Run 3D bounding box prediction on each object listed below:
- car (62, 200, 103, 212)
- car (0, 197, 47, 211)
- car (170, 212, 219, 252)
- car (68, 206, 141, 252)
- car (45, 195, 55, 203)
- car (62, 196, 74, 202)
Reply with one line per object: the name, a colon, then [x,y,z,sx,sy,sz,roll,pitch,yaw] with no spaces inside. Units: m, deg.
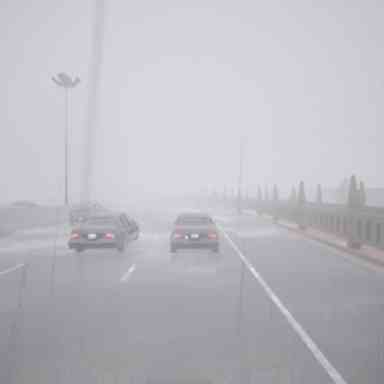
car: [-6.954,1.482,23.017,2.128,1.511,4.902,0,0,-1]
car: [-14.387,1.480,27.935,2.128,1.511,4.902,0,0,-3]
car: [0.098,1.541,13.804,2.033,1.411,5.357,0,0,0]
car: [-3.401,1.541,13.853,2.033,1.411,5.357,0,0,0]
car: [-28.242,1.431,65.823,1.882,1.535,5.008,0,0,-28]
car: [-25.210,1.541,67.568,1.895,1.301,4.718,0,0,-28]
